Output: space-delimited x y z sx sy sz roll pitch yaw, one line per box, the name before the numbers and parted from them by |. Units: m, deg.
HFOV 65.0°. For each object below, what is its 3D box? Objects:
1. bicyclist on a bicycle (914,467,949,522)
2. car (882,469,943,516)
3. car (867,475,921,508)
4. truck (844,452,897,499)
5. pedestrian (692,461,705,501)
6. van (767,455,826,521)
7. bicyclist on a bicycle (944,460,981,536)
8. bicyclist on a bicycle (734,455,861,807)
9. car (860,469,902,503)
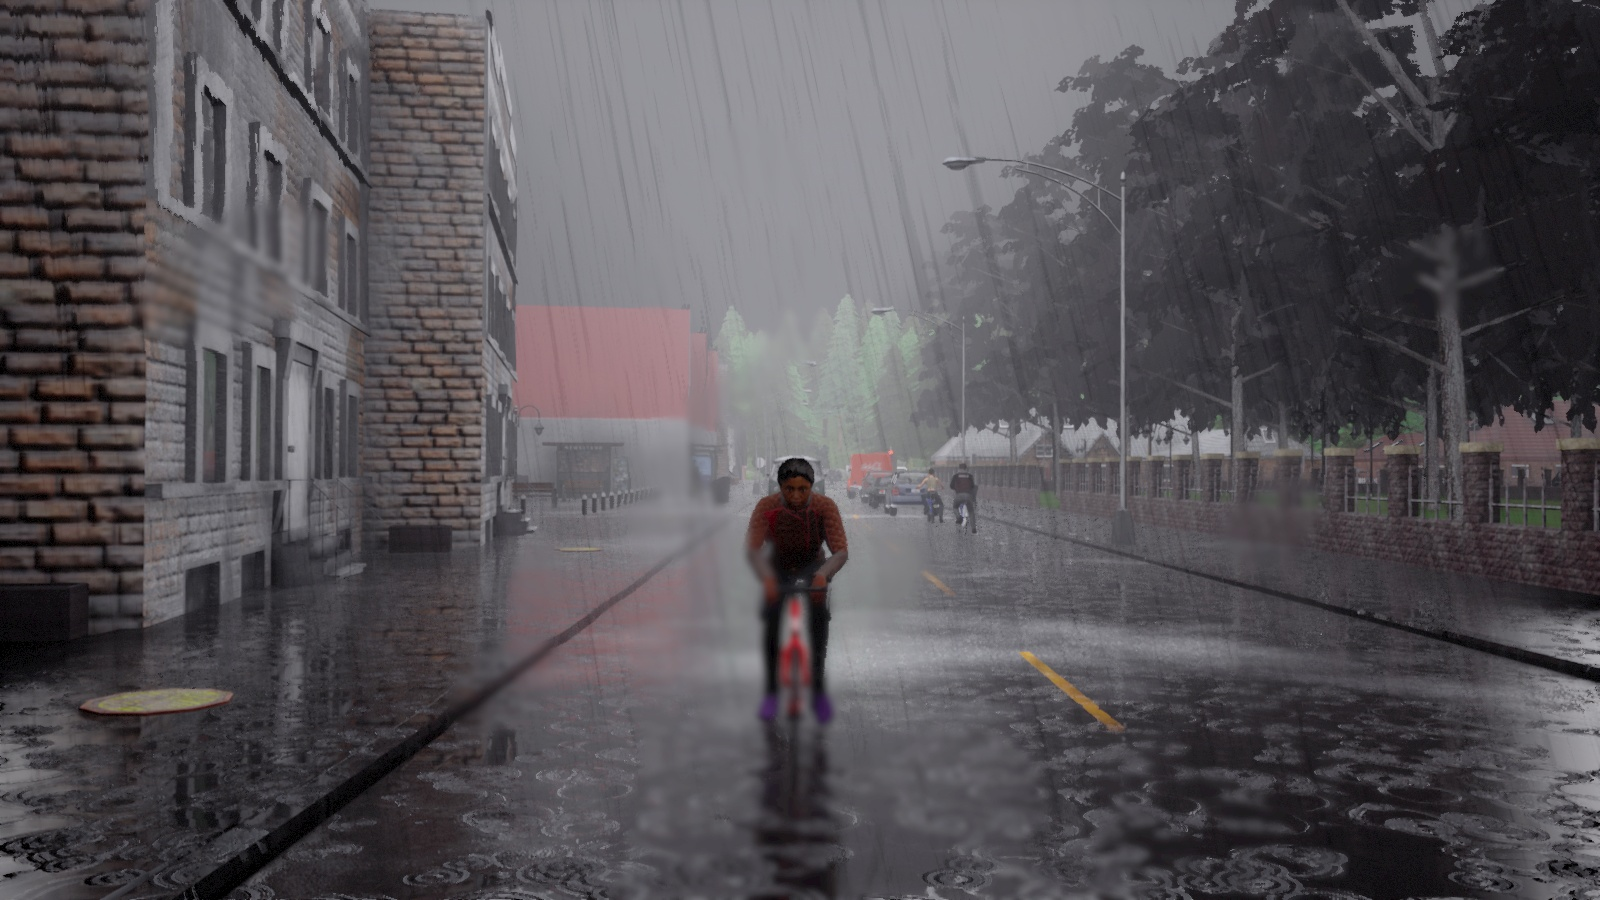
bicyclist on a bicycle | 3.905 1.315 37.367 0.866 1.612 1.509 0 -1 0
car | 3.900 1.462 44.082 1.789 1.549 3.705 0 -1 0
car | 3.893 1.716 52.534 1.895 1.301 4.718 0 -1 0
truck | 3.873 1.396 69.755 2.627 2.467 5.204 0 -1 0
pedestrian | -4.821 1.467 59.574 0.431 1.840 0.703 0 -1 14
van | -0.095 1.191 40.159 1.775 1.987 4.442 0 -1 0
bicyclist on a bicycle | 3.926 1.142 30.442 0.659 1.776 1.843 0 -1 0
bicyclist on a bicycle | -0.016 0.867 6.634 0.582 1.620 1.656 0 -2 0
car | 3.884 1.725 60.989 1.789 1.549 3.705 0 -1 0
